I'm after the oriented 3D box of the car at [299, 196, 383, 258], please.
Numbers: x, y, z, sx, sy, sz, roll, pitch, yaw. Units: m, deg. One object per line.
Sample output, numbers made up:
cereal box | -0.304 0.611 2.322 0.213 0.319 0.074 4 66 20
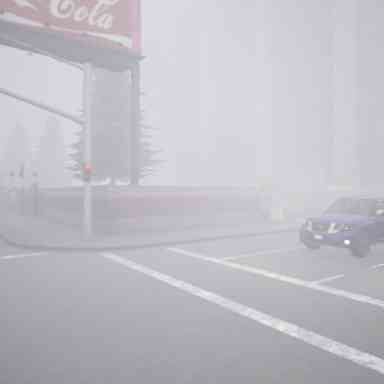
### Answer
car | 6.662 1.192 13.025 5.566 2.045 2.150 0 0 -34
